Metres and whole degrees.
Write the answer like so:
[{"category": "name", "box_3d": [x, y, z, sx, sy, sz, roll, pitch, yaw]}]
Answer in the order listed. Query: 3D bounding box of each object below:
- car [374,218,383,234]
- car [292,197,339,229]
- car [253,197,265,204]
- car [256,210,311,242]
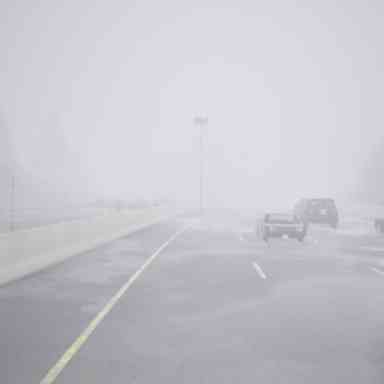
[{"category": "car", "box_3d": [11.476, 1.777, 17.513, 1.895, 1.301, 4.718, 0, 0, 6]}, {"category": "car", "box_3d": [8.615, 1.420, 23.530, 2.150, 2.045, 5.566, 0, 0, 8]}, {"category": "car", "box_3d": [16.307, 1.949, 80.484, 2.097, 1.767, 4.553, 0, 0, 25]}, {"category": "car", "box_3d": [4.414, 1.735, 17.172, 1.895, 1.301, 4.718, 0, 0, 5]}]
